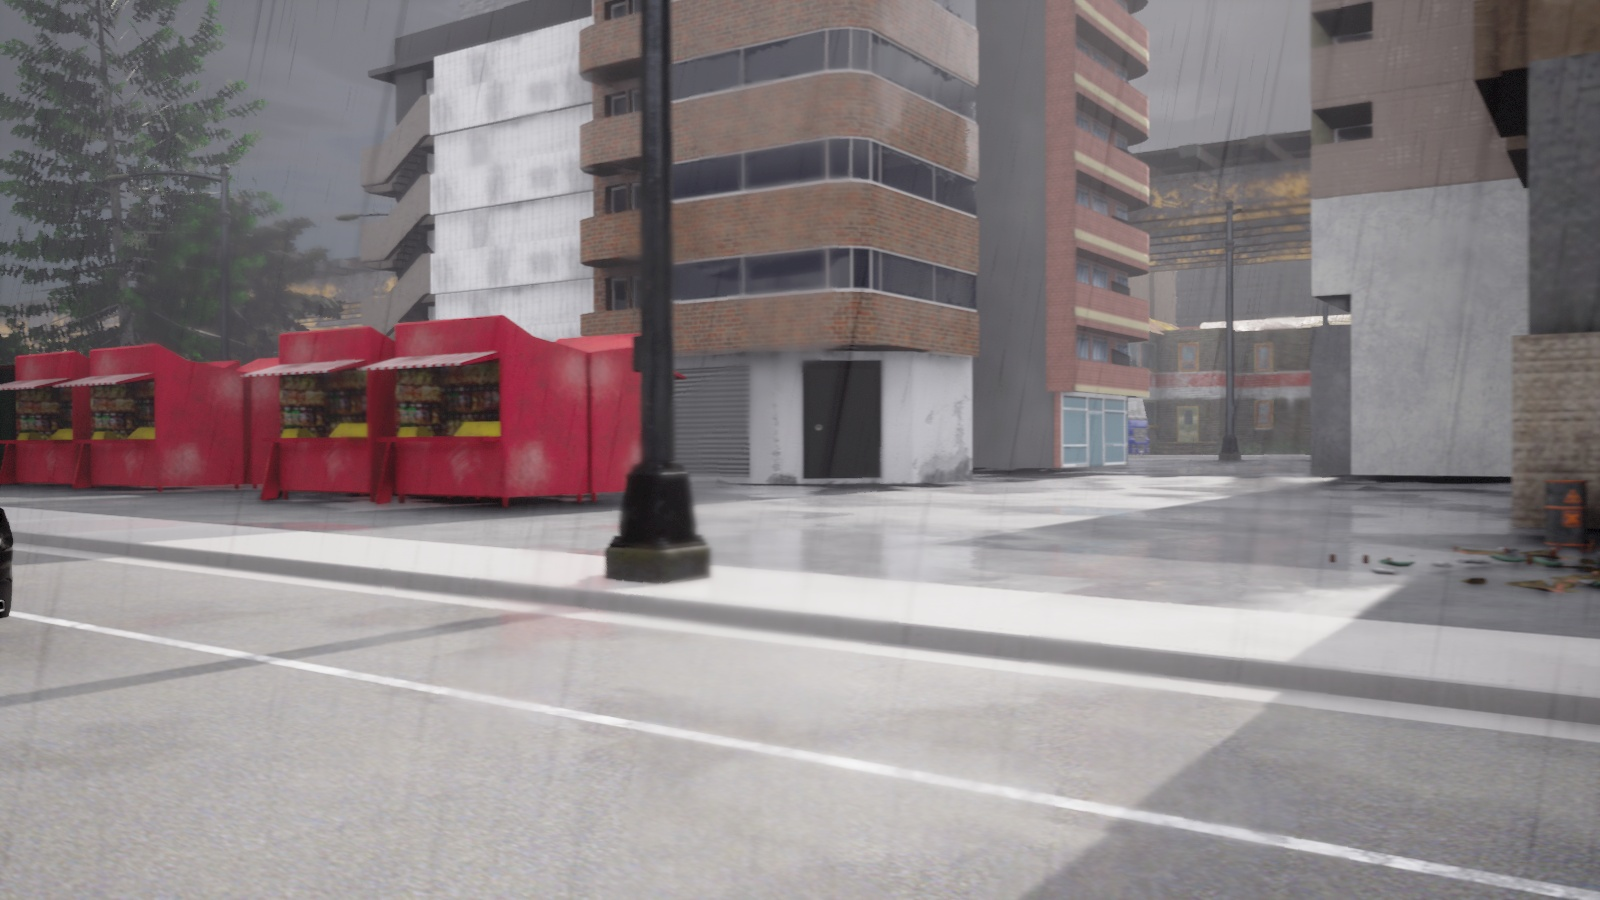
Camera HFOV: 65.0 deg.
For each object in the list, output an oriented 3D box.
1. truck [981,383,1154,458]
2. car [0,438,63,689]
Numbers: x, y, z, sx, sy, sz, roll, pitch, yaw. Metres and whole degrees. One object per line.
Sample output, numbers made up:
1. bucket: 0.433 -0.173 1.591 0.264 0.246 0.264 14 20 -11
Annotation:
1. truck: 13.413 -1.419 63.197 7.936 3.462 2.891 -1 0 34
2. car: -7.116 0.688 8.353 4.892 1.490 1.837 0 1 34
